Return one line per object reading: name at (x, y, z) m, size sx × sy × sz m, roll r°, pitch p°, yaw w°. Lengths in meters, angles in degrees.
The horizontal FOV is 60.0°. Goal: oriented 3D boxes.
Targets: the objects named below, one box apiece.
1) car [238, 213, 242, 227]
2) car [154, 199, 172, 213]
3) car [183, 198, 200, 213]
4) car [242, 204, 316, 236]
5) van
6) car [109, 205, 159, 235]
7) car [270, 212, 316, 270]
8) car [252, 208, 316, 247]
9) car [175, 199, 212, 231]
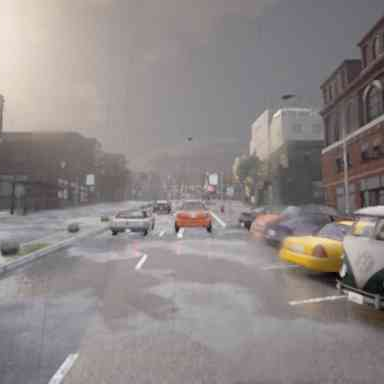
car at (4.976, 1.501, 18.700) m, size 4.892 × 1.521 × 2.231 m, roll 1°, pitch 0°, yaw -20°
car at (-3.291, 1.546, 37.726) m, size 1.812 × 1.442 × 4.674 m, roll 0°, pitch 0°, yaw 0°
car at (-0.046, 1.500, 38.486) m, size 1.882 × 1.535 × 5.008 m, roll 0°, pitch 0°, yaw 0°
car at (5.030, 1.371, 15.657) m, size 4.553 × 1.767 × 2.185 m, roll 1°, pitch 0°, yaw -20°
van at (4.899, 1.262, 6.460) m, size 4.442 × 1.987 × 1.878 m, roll 1°, pitch 0°, yaw -20°
car at (-3.180, 1.610, 18.662) m, size 1.895 × 1.301 × 4.718 m, roll 0°, pitch 0°, yaw 0°
car at (5.179, 1.491, 9.619) m, size 5.366 × 1.575 × 1.946 m, roll 1°, pitch 0°, yaw -20°
car at (5.031, 1.523, 12.614) m, size 4.792 × 1.488 × 2.163 m, roll 1°, pitch 0°, yaw -20°
car at (0.058, 1.364, 20.596) m, size 2.097 × 1.767 × 4.553 m, roll 0°, pitch 0°, yaw 0°
